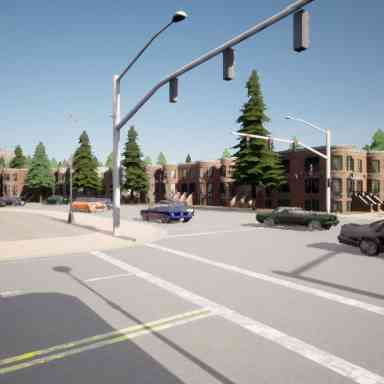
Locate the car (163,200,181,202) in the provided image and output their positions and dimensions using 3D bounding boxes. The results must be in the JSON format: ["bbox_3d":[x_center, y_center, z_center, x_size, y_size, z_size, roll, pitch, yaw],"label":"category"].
[{"bbox_3d":[-1.723,1.493,30.146,2.128,1.511,4.902,0,0,-37],"label":"car"}]

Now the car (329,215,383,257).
[{"bbox_3d":[7.614,1.547,10.949,2.033,1.411,5.357,0,0,-34],"label":"car"}]

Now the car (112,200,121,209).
[{"bbox_3d":[-10.736,1.491,40.840,4.902,1.511,2.128,0,0,41],"label":"car"}]

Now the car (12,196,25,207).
[{"bbox_3d":[-27.906,1.501,50.920,4.902,1.511,2.128,0,0,16],"label":"car"}]

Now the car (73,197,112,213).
[{"bbox_3d":[-11.165,1.353,36.357,4.553,1.767,2.097,0,0,45],"label":"car"}]

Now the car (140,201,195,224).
[{"bbox_3d":[-2.012,1.601,24.698,1.895,1.301,4.718,0,0,-36],"label":"car"}]

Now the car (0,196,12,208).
[{"bbox_3d":[-28.736,1.520,47.507,4.892,1.490,1.837,0,0,17],"label":"car"}]

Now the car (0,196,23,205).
[{"bbox_3d":[-32.908,1.492,58.970,4.902,1.511,2.128,0,0,9],"label":"car"}]

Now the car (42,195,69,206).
[{"bbox_3d":[-23.225,1.352,56.500,4.553,1.767,2.097,0,0,21],"label":"car"}]

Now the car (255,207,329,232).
[{"bbox_3d":[6.391,1.601,20.463,4.718,1.301,1.895,0,0,42],"label":"car"}]
